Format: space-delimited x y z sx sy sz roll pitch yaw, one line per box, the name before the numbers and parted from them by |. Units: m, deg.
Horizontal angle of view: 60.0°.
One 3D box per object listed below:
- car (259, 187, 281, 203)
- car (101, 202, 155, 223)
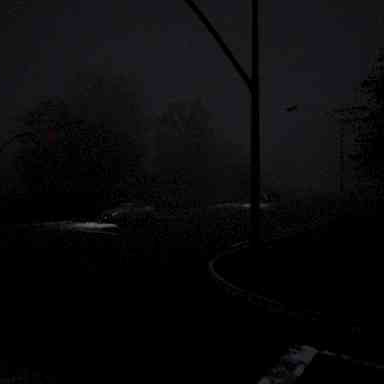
car | 10.534 0.328 46.365 2.150 2.045 5.566 0 3 37
car | -4.831 1.531 25.820 1.812 1.442 4.674 0 1 37
